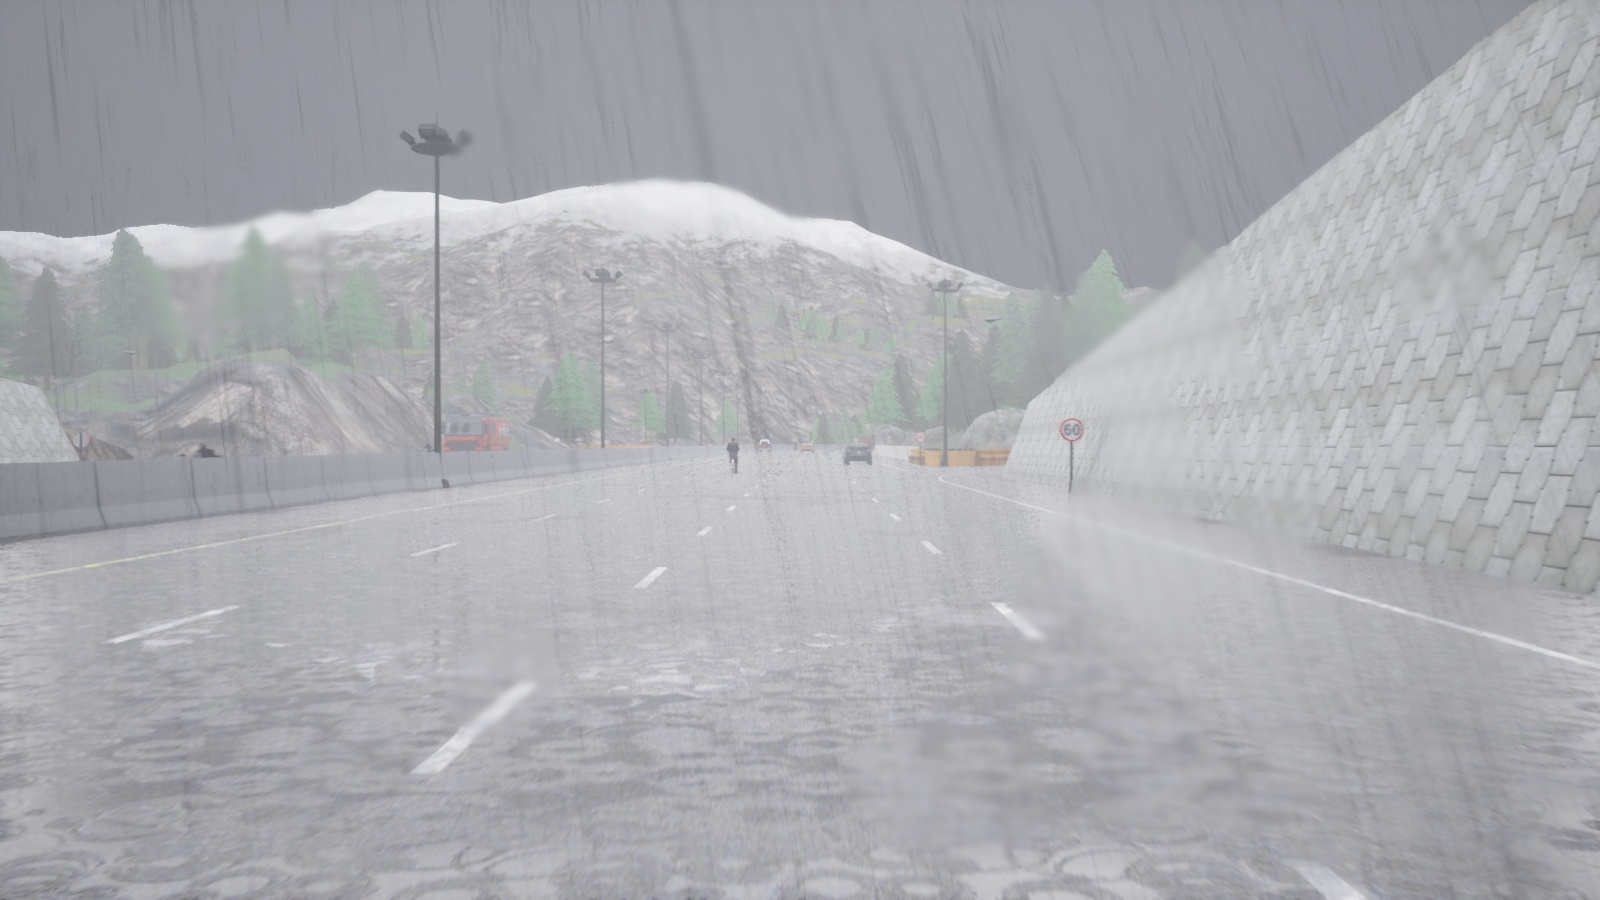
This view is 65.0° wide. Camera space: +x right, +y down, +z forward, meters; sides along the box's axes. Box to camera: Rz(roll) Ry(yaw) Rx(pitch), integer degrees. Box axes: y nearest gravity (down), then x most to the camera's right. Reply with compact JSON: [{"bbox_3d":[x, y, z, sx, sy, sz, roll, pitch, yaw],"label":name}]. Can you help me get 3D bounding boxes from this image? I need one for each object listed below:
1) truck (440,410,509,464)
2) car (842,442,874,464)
[{"bbox_3d":[-23.955,-0.961,92.963,2.891,3.827,8.468,0,0,0],"label":"truck"},{"bbox_3d":[4.013,0.204,87.438,2.007,1.525,4.514,0,0,0],"label":"car"}]
